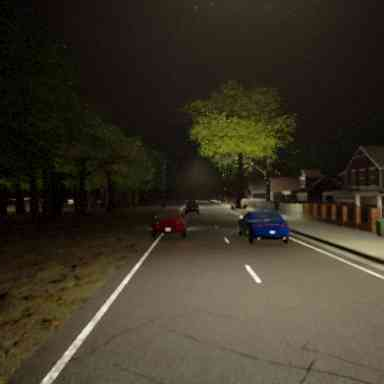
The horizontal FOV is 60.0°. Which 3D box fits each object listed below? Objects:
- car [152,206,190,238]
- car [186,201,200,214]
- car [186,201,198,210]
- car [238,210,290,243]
[{"bbox_3d":[-1.221,1.752,19.259,1.812,1.442,4.674,0,-1,0],"label":"car"},{"bbox_3d":[0.062,2.099,43.519,2.033,1.411,5.357,0,-1,1],"label":"car"},{"bbox_3d":[0.010,2.262,57.085,2.033,1.411,5.357,0,-1,0],"label":"car"},{"bbox_3d":[3.604,1.680,17.376,1.882,1.535,5.008,0,-1,0],"label":"car"}]
